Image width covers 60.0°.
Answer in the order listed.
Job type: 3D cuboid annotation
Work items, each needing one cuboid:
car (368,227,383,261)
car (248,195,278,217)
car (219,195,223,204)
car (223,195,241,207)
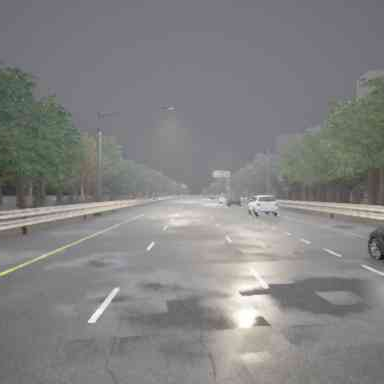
[{"bbox_3d":[7.008,1.367,9.445,2.097,1.767,4.553,0,0,0],"label":"car"},{"bbox_3d":[7.071,1.363,33.591,2.150,2.045,5.566,0,0,0],"label":"car"},{"bbox_3d":[7.333,1.639,75.386,2.150,2.045,5.566,0,0,1],"label":"car"},{"bbox_3d":[7.202,1.520,58.245,2.150,2.045,5.566,0,0,0],"label":"car"}]
